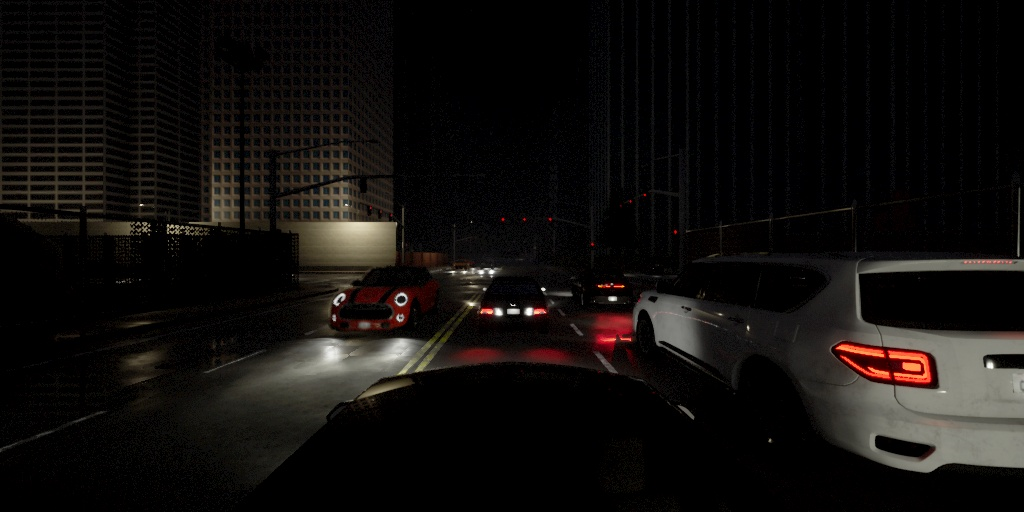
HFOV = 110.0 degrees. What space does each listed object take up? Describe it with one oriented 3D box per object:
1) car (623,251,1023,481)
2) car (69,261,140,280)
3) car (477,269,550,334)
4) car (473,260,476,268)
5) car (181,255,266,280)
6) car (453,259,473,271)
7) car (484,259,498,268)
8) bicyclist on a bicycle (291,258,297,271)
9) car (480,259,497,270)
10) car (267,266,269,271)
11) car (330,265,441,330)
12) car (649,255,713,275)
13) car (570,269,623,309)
[{"bbox_3d":[3.601,0.971,5.160,2.150,2.045,5.566,0,0,0],"label":"car"},{"bbox_3d":[-33.897,1.199,29.782,4.892,1.490,1.837,0,0,0],"label":"car"},{"bbox_3d":[0.054,1.297,10.593,2.033,1.411,5.357,0,0,1],"label":"car"},{"bbox_3d":[-7.090,1.276,60.199,1.812,1.442,4.674,0,0,0],"label":"car"},{"bbox_3d":[-24.088,0.916,29.759,5.566,2.045,2.150,0,0,0],"label":"car"},{"bbox_3d":[-7.107,1.227,50.423,1.882,1.535,5.008,0,0,0],"label":"car"},{"bbox_3d":[-3.584,1.241,62.027,2.128,1.511,4.902,0,0,0],"label":"car"},{"bbox_3d":[-25.582,0.995,41.744,0.582,1.620,1.656,0,0,0],"label":"bicyclist on a bicycle"},{"bbox_3d":[-3.605,1.350,52.964,1.895,1.301,4.718,0,0,0],"label":"car"},{"bbox_3d":[-27.569,1.241,36.932,5.357,1.411,2.033,0,0,0],"label":"car"},{"bbox_3d":[-3.602,1.102,10.998,2.097,1.767,4.553,0,0,0],"label":"car"},{"bbox_3d":[17.304,0.916,36.878,5.566,2.045,2.150,0,0,0],"label":"car"},{"bbox_3d":[3.634,1.255,15.020,1.837,1.490,4.892,0,0,2],"label":"car"}]
